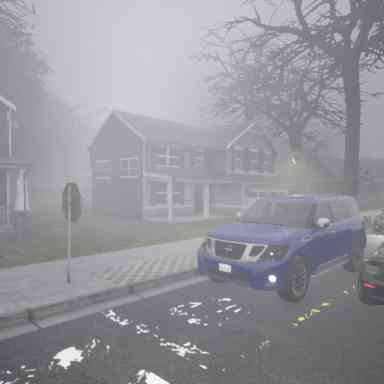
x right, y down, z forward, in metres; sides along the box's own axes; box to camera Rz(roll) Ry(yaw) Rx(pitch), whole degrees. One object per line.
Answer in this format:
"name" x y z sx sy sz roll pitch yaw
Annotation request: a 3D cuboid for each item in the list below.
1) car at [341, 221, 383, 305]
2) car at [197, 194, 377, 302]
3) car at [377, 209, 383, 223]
"car" 4.895 1.439 6.754 1.812 1.442 4.674 1 1 45
"car" 2.587 1.101 8.473 2.150 2.045 5.566 1 1 45
"car" 10.571 1.313 16.515 1.994 1.385 4.181 1 1 45
